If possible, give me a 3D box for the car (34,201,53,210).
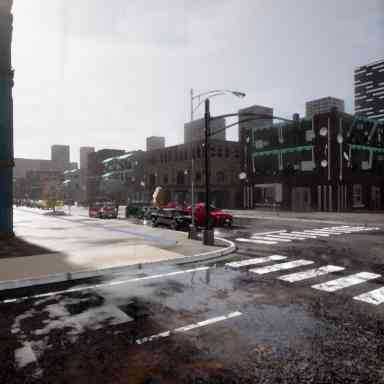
[{"bbox_3d":[-25.141,2.233,56.951,1.752,1.417,4.829,-1,0,-35],"label":"car"}]

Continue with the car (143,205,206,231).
[{"bbox_3d":[-1.315,1.815,23.116,1.947,1.339,4.313,-1,0,-35],"label":"car"}]

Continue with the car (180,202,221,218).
[{"bbox_3d":[0.797,1.810,34.839,2.008,1.369,4.403,-2,0,-35],"label":"car"}]

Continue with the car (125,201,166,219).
[{"bbox_3d":[-4.897,1.689,32.875,2.097,1.767,4.553,-1,0,-35],"label":"car"}]

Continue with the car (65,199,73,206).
[{"bbox_3d":[-28.003,2.364,75.486,1.947,1.339,4.313,-1,0,-35],"label":"car"}]

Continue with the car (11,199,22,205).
[{"bbox_3d":[-44.439,2.598,84.188,1.887,1.381,4.507,-1,0,-35],"label":"car"}]

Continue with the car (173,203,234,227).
[{"bbox_3d":[0.964,1.698,24.602,1.882,1.535,5.008,-1,0,-35],"label":"car"}]

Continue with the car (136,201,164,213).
[{"bbox_3d":[-5.601,1.966,43.871,1.802,1.307,4.206,-1,0,-35],"label":"car"}]

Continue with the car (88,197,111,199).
[{"bbox_3d":[-11.043,1.677,41.565,2.150,2.045,5.566,-1,0,-35],"label":"car"}]

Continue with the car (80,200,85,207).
[{"bbox_3d":[-18.408,1.940,61.936,2.192,1.841,5.009,-1,0,-35],"label":"car"}]

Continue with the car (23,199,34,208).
[{"bbox_3d":[-31.640,2.376,66.123,2.008,1.369,4.403,-1,0,-35],"label":"car"}]

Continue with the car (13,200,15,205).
[{"bbox_3d":[-41.240,2.548,79.672,2.008,1.369,4.403,-1,0,-35],"label":"car"}]

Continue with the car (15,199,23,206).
[{"bbox_3d":[-38.042,2.380,75.155,1.967,1.590,4.097,-1,0,-35],"label":"car"}]

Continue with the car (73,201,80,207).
[{"bbox_3d":[-21.603,2.228,66.453,1.887,1.381,4.507,-1,0,-35],"label":"car"}]

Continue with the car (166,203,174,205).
[{"bbox_3d":[-2.402,1.904,39.355,1.802,1.307,4.206,-2,0,-35],"label":"car"}]

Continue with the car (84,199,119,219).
[{"bbox_3d":[-9.242,1.847,34.508,1.967,1.590,4.097,-1,0,-35],"label":"car"}]

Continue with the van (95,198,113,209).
[{"bbox_3d":[-15.207,1.907,57.420,1.690,1.788,3.998,-1,0,-35],"label":"van"}]
